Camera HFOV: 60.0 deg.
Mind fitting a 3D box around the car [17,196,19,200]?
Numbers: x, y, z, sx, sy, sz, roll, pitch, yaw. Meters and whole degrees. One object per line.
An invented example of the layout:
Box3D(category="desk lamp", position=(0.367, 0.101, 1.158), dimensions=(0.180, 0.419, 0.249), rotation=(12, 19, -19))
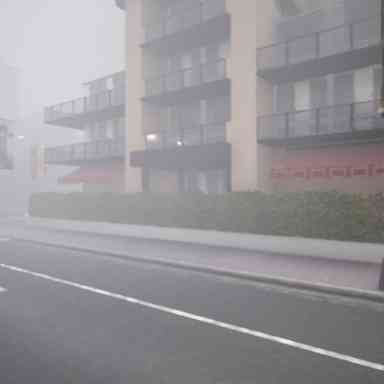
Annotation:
Box3D(category="car", position=(-39.120, 1.770, 75.409), dimensions=(4.892, 1.521, 2.231), rotation=(0, 0, 36))
